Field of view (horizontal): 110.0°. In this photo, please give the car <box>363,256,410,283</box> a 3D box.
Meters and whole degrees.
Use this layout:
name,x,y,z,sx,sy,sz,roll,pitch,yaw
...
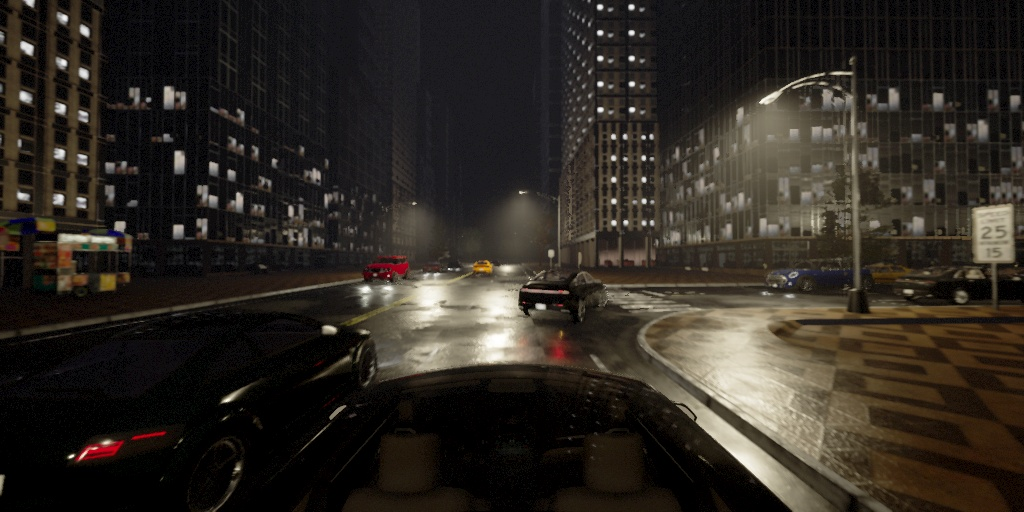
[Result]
name,x,y,z,sx,sy,sz,roll,pitch,yaw
car,-9.850,1.009,28.569,2.150,2.045,5.566,0,0,0

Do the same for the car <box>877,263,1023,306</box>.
name,x,y,z,sx,sy,sz,roll,pitch,yaw
car,16.688,1.044,13.151,4.403,1.370,2.007,0,0,-1

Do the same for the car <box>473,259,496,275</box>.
name,x,y,z,sx,sy,sz,roll,pitch,yaw
car,-3.150,1.279,39.304,1.882,1.535,5.008,0,0,0

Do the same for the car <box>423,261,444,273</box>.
name,x,y,z,sx,sy,sz,roll,pitch,yaw
car,-9.840,1.374,45.053,1.994,1.385,4.181,0,0,0

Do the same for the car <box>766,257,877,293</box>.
name,x,y,z,sx,sy,sz,roll,pitch,yaw
car,16.090,0.952,18.949,4.553,1.767,2.097,-1,-1,-1

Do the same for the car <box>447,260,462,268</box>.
name,x,y,z,sx,sy,sz,roll,pitch,yaw
car,-9.791,1.399,61.569,1.994,1.385,4.181,0,0,1

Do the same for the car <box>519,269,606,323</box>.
name,x,y,z,sx,sy,sz,roll,pitch,yaw
car,1.881,1.191,12.308,2.128,1.511,4.902,1,1,26

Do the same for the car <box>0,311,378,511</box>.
name,x,y,z,sx,sy,sz,roll,pitch,yaw
car,-3.150,1.318,4.110,1.994,1.385,4.181,0,0,0
